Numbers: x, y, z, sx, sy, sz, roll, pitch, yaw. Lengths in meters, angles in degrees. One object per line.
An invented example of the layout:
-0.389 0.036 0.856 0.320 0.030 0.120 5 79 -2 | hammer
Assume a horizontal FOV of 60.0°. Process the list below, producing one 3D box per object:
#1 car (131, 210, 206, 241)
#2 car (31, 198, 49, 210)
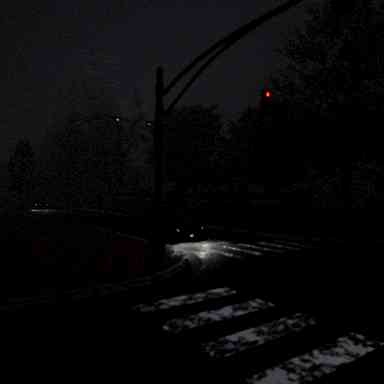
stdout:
-1.494 1.678 17.853 2.033 1.411 5.357 1 -1 -34 | car
-21.880 1.709 47.740 1.837 1.490 4.892 1 -1 -34 | car
